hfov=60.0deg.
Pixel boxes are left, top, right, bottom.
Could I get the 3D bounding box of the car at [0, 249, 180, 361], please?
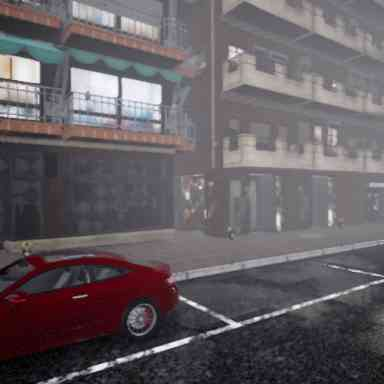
[{"bbox_3d":[-2.159,1.576,4.993,4.206,1.307,1.802,0,-1,-35],"label":"car"}]
